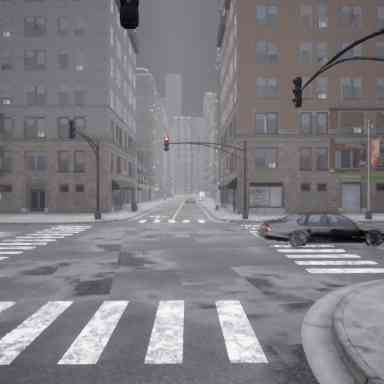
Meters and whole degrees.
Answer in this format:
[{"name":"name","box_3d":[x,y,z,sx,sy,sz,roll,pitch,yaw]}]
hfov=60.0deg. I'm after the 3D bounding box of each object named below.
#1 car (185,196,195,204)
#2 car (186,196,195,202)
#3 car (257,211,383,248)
[{"name":"car","box_3d":[-0.337,1.650,63.739,1.895,1.301,4.718,0,0,0]},{"name":"car","box_3d":[-0.410,1.484,73.744,1.895,1.301,4.718,0,0,0]},{"name":"car","box_3d":[5.528,1.514,13.997,5.357,1.411,2.033,0,0,-1]}]
